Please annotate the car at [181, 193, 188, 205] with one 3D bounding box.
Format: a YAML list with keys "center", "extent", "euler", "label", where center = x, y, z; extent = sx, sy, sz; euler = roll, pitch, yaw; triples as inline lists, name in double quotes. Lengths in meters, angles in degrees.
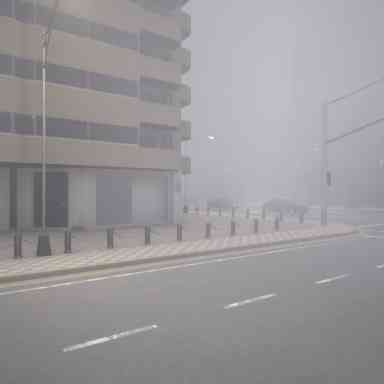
- center: [-3.522, 1.166, 58.373]
  extent: [2.150, 2.045, 5.566]
  euler: [0, 0, -34]
  label: "car"

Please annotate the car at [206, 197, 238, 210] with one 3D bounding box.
- center: [3.710, 1.436, 41.619]
  extent: [2.128, 1.511, 4.902]
  euler: [0, 0, -35]
  label: "car"

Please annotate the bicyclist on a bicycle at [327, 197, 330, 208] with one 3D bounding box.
- center: [17.322, 1.245, 43.050]
  extent: [1.656, 1.620, 0.582]
  euler: [0, 0, -35]
  label: "bicyclist on a bicycle"

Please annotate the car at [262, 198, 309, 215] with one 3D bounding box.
- center: [9.370, 1.422, 33.598]
  extent: [1.882, 1.535, 5.008]
  euler: [0, 0, -35]
  label: "car"

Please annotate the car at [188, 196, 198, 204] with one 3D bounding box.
- center: [-0.785, 1.449, 60.575]
  extent: [1.837, 1.490, 4.892]
  euler: [0, 0, -34]
  label: "car"
